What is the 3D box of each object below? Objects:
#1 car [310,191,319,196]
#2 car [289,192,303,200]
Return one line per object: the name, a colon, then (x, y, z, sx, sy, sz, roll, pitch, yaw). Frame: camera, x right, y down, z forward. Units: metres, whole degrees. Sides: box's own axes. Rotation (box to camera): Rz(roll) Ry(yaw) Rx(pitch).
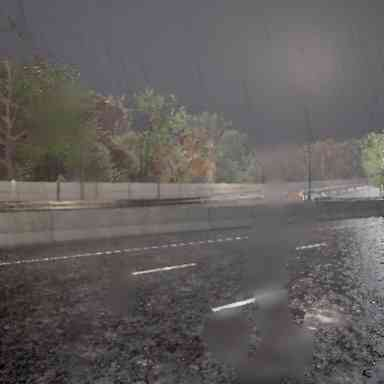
car: (31.044, 0.382, 84.710, 1.882, 1.535, 5.008, 0, 2, 34)
car: (22.453, 0.702, 71.456, 2.097, 1.767, 4.553, 0, 1, 32)
